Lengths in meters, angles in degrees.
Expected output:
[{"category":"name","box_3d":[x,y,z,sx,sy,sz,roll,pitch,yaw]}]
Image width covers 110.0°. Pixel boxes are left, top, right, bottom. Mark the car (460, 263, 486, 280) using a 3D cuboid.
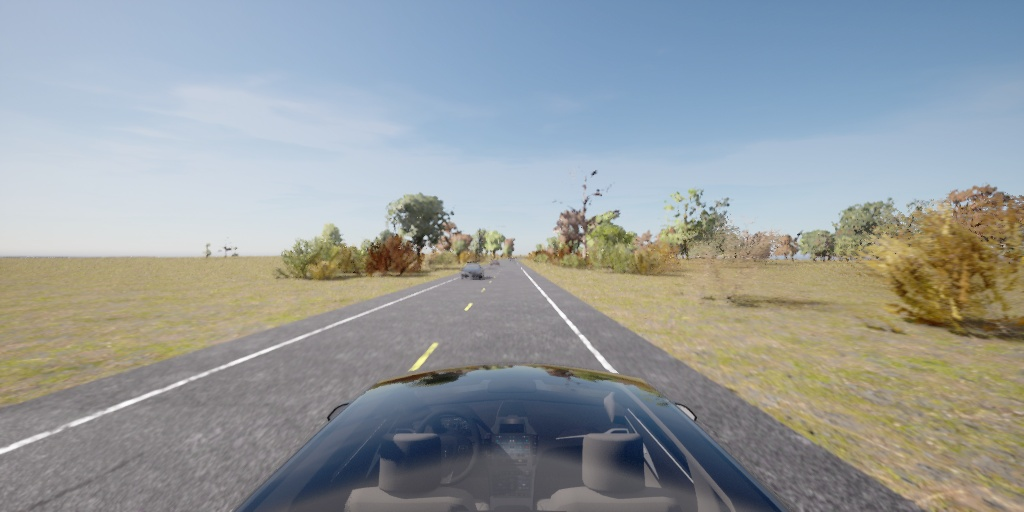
[{"category":"car","box_3d":[-3.608,1.404,33.236,1.812,1.442,4.674,0,0,0]}]
